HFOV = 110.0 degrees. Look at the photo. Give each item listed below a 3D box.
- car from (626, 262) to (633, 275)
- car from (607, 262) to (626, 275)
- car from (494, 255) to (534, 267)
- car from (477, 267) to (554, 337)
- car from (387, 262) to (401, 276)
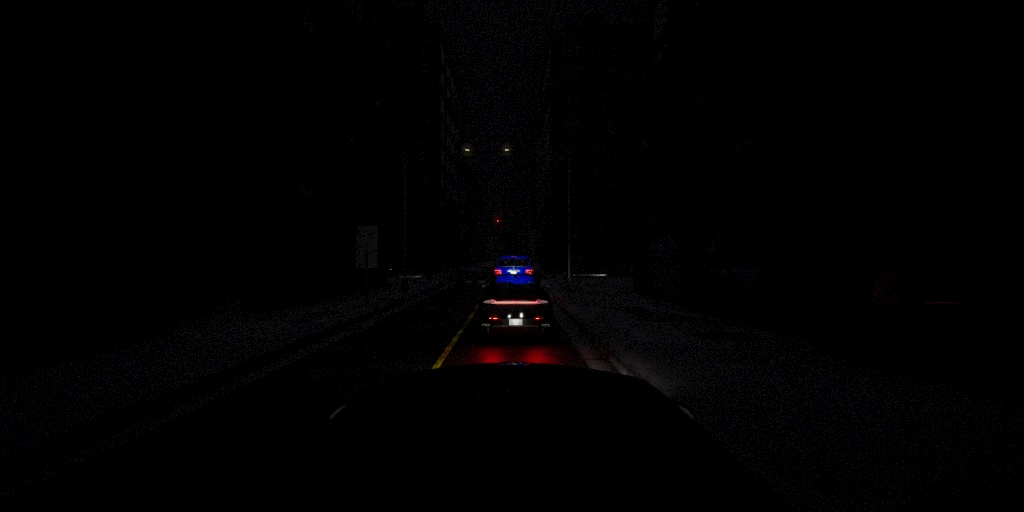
[{"bbox_3d":[13.911,1.117,34.691,4.553,1.767,2.097,0,0,0],"label":"car"},{"bbox_3d":[12.166,1.315,37.648,4.181,1.385,1.994,0,0,0],"label":"car"},{"bbox_3d":[0.107,0.971,20.630,2.150,2.045,5.566,0,0,1],"label":"car"},{"bbox_3d":[0.100,1.241,10.318,2.128,1.511,4.902,0,0,0],"label":"car"},{"bbox_3d":[-13.587,1.273,34.830,4.674,1.442,1.812,0,0,-1],"label":"car"}]
